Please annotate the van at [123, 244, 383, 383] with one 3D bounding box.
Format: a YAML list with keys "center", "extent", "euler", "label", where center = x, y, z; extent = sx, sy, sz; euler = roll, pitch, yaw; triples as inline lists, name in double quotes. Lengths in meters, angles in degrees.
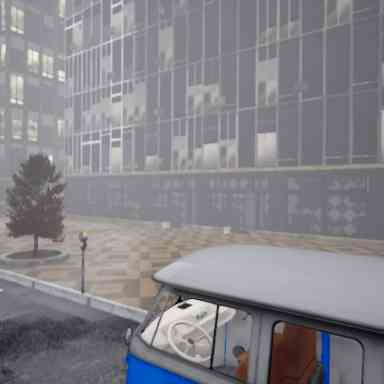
- center: [1.333, 1.341, 1.917]
  extent: [3.998, 1.788, 1.690]
  euler: [0, 0, 35]
  label: "van"
